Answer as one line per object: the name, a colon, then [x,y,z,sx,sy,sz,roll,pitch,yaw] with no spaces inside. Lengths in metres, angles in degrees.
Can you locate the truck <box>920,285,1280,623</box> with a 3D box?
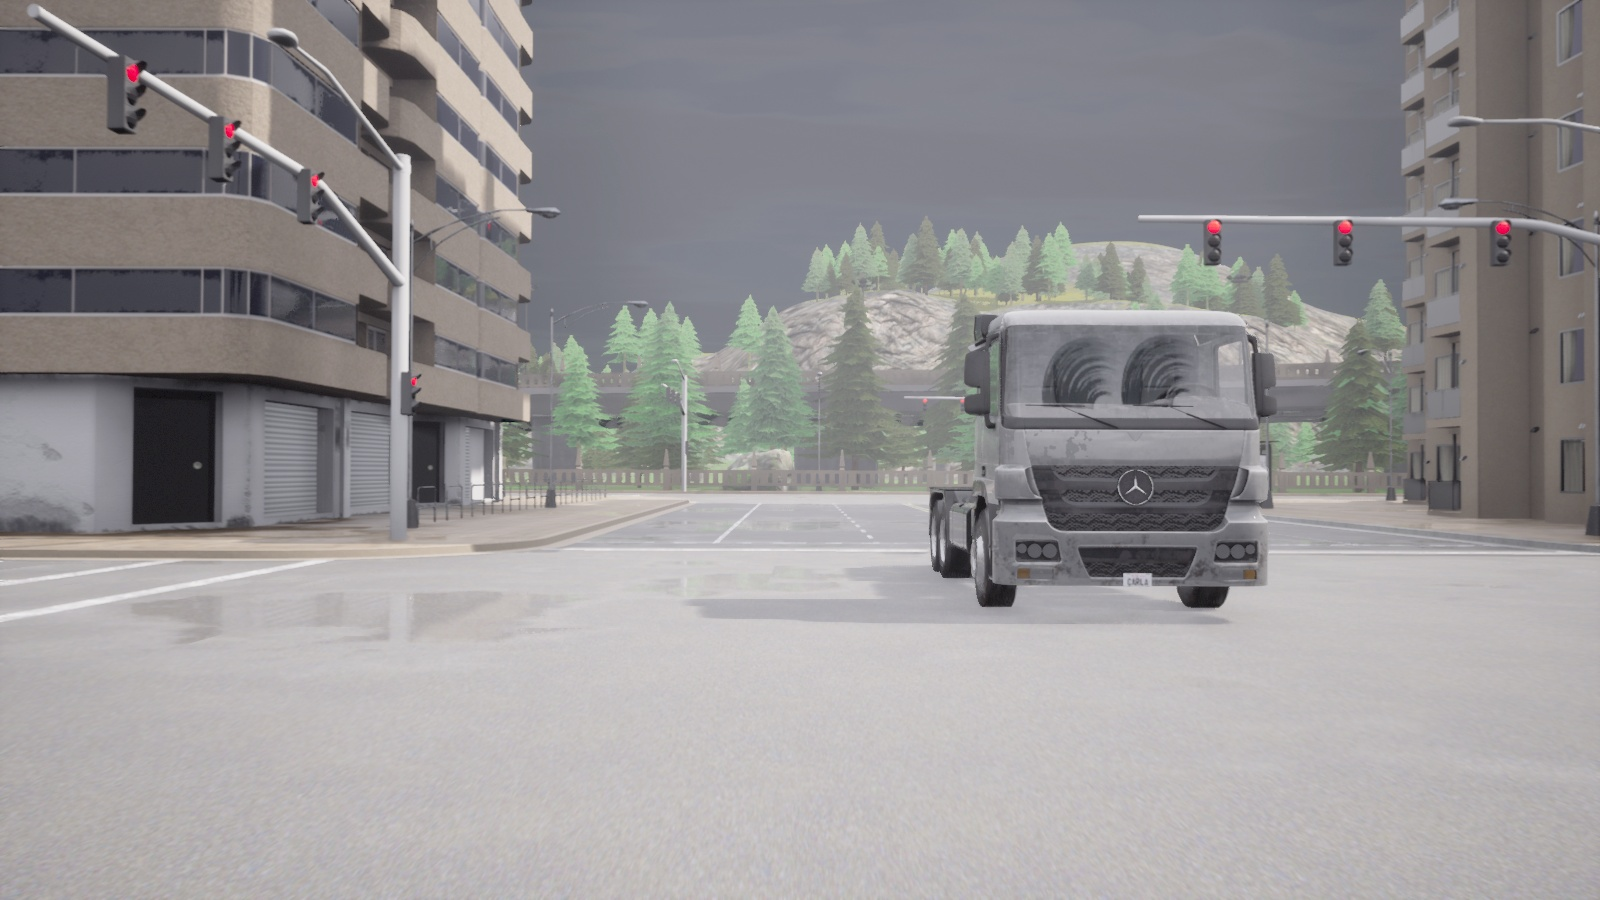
truck: [3.457,0.101,16.852,2.891,3.462,7.936,0,-1,0]
